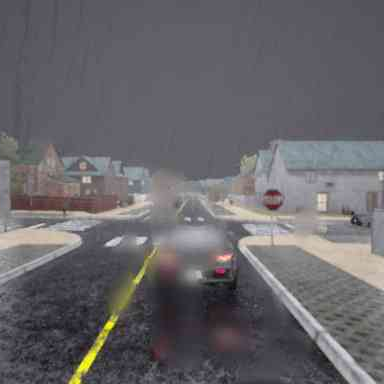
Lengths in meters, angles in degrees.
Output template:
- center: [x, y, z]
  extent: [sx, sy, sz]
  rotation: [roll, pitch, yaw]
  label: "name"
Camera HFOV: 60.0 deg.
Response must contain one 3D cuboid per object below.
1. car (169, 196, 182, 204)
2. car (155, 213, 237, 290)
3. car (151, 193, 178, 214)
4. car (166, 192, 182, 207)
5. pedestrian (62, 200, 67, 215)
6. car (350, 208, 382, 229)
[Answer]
- center: [-2.788, 1.374, 57.855]
  extent: [1.994, 1.385, 4.181]
  rotation: [0, 0, 1]
  label: "car"
- center: [0.154, 1.497, 8.893]
  extent: [1.812, 1.442, 4.674]
  rotation: [0, 0, 2]
  label: "car"
- center: [-2.845, 1.248, 33.148]
  extent: [2.097, 1.767, 4.553]
  rotation: [0, 0, 0]
  label: "car"
- center: [-2.846, 1.080, 44.719]
  extent: [2.150, 2.045, 5.566]
  rotation: [0, 0, 0]
  label: "car"
- center: [-9.685, 1.169, 25.301]
  extent: [0.500, 1.100, 0.500]
  rotation: [0, 0, 1]
  label: "pedestrian"
- center: [12.831, 1.761, 22.040]
  extent: [4.181, 1.385, 1.994]
  rotation: [1, 1, 1]
  label: "car"
